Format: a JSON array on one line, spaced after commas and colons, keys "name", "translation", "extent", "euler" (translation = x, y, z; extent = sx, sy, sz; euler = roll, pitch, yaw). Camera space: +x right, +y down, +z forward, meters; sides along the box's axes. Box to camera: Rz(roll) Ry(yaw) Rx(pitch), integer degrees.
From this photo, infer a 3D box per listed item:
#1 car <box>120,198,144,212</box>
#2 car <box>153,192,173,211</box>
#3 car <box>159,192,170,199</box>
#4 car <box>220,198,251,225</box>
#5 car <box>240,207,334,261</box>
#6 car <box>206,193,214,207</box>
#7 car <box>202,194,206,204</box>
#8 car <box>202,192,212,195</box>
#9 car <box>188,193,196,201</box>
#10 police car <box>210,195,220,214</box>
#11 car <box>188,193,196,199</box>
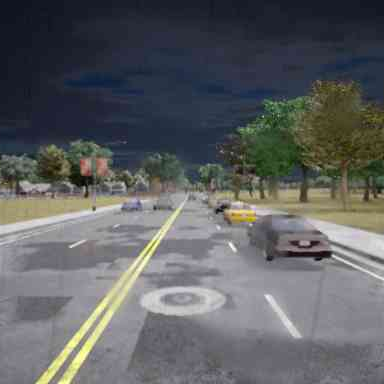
[{"name": "car", "translation": [-6.588, 1.424, 36.986], "extent": [1.812, 1.442, 4.674], "euler": [0, 0, 0]}, {"name": "car", "translation": [-3.335, 1.245, 39.069], "extent": [2.097, 1.767, 4.553], "euler": [0, 0, 0]}, {"name": "car", "translation": [-6.493, 0.779, 78.354], "extent": [2.097, 1.767, 4.553], "euler": [0, 0, 0]}, {"name": "car", "translation": [3.251, 1.389, 23.300], "extent": [1.801, 1.575, 5.366], "euler": [0, 0, 0]}, {"name": "car", "translation": [3.250, 1.510, 12.109], "extent": [2.033, 1.411, 5.357], "euler": [0, 0, 0]}, {"name": "car", "translation": [3.254, 1.335, 45.303], "extent": [1.801, 1.575, 5.366], "euler": [0, 0, 0]}, {"name": "car", "translation": [3.255, 1.419, 56.116], "extent": [1.994, 1.385, 4.181], "euler": [0, 0, 0]}, {"name": "car", "translation": [3.256, 1.053, 67.146], "extent": [2.150, 2.045, 5.566], "euler": [0, 0, 0]}, {"name": "car", "translation": [0.007, 1.185, 75.672], "extent": [2.128, 1.511, 4.902], "euler": [0, 0, 0]}, {"name": "police car", "translation": [3.253, 1.410, 34.113], "extent": [2.038, 1.542, 4.974], "euler": [0, 0, 0]}, {"name": "car", "translation": [0.009, 1.125, 94.274], "extent": [2.033, 1.411, 5.357], "euler": [0, 0, 0]}]
